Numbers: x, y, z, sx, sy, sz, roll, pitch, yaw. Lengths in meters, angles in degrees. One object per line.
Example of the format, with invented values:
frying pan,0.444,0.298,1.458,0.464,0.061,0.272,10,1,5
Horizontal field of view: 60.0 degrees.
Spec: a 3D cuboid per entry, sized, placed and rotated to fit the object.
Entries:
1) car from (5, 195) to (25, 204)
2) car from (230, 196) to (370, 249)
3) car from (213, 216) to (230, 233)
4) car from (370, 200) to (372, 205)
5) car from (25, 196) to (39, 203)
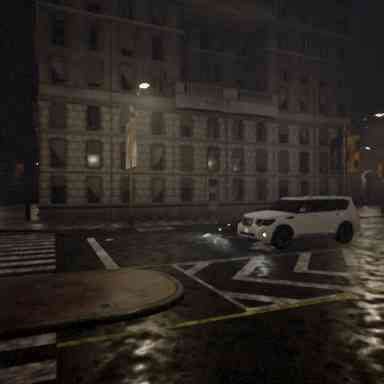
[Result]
car,-35.065,1.386,66.690,2.097,1.767,4.553,0,0,15
car,4.753,1.191,14.556,5.566,2.045,2.150,0,0,-23
car,3.882,1.516,17.987,5.357,1.411,2.033,0,0,-23
car,25.154,1.370,51.054,1.837,1.490,4.892,0,0,-23
car,-30.984,1.556,68.484,2.033,1.411,5.357,0,0,19
